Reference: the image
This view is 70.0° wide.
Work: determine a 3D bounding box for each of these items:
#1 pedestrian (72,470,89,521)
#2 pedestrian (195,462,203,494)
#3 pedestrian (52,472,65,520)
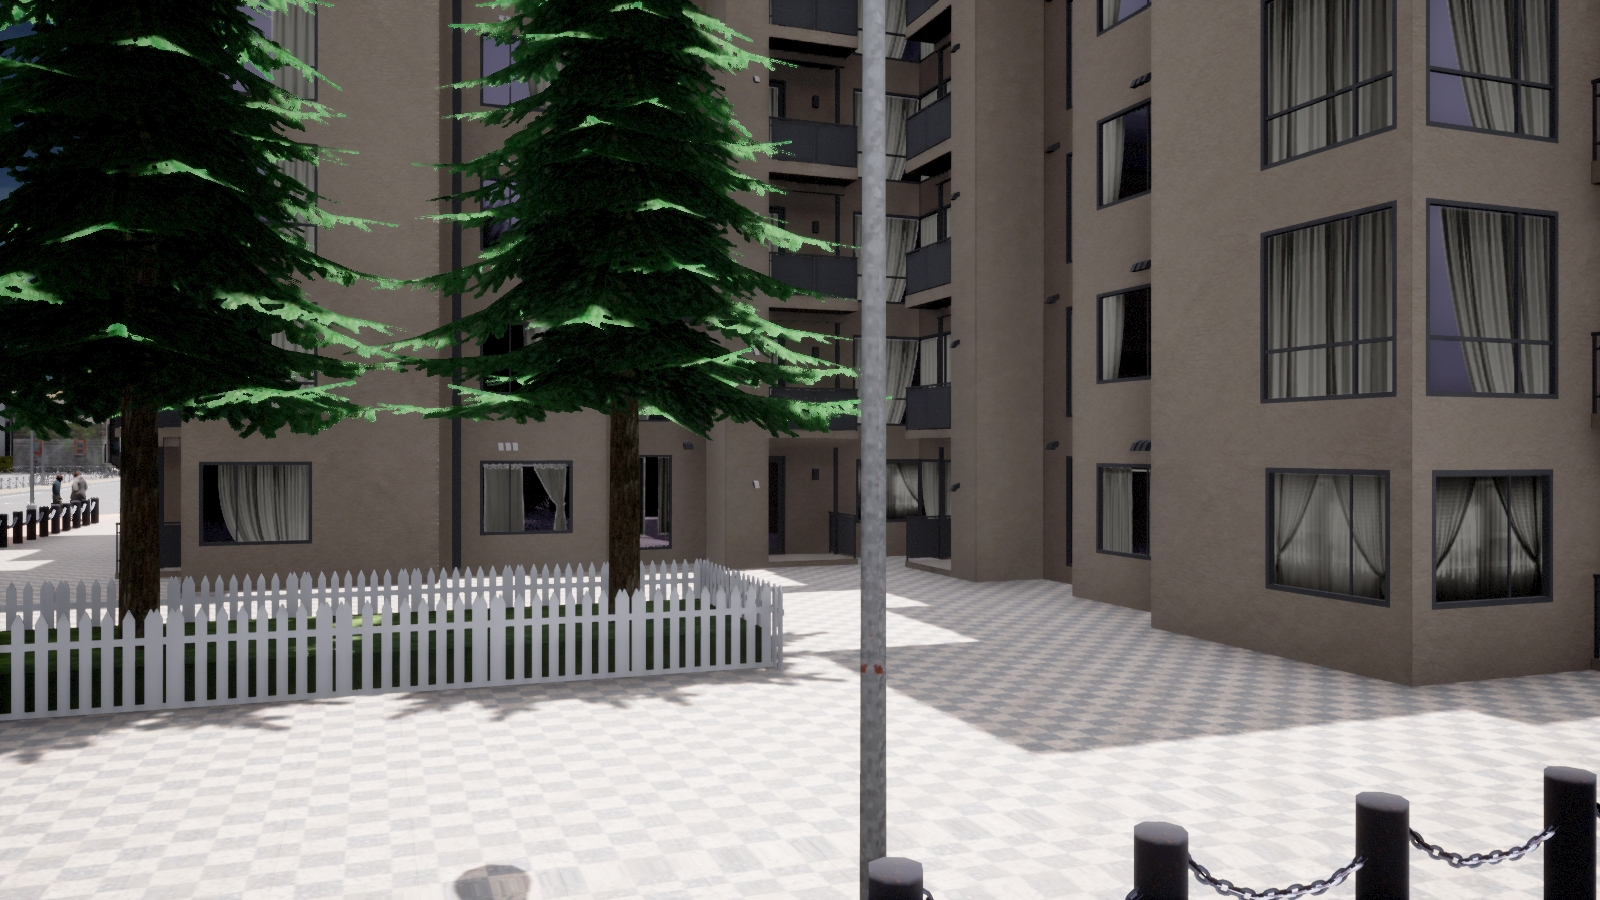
[{"bbox_3d":[-26.465,1.671,42.045,0.375,1.860,0.375,0,0,11],"label":"pedestrian"},{"bbox_3d":[-35.737,1.670,67.957,0.375,1.860,0.375,0,0,-25],"label":"pedestrian"},{"bbox_3d":[-29.464,1.825,45.394,0.375,1.860,0.375,0,0,-22],"label":"pedestrian"}]
